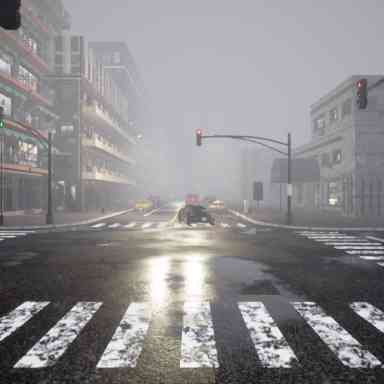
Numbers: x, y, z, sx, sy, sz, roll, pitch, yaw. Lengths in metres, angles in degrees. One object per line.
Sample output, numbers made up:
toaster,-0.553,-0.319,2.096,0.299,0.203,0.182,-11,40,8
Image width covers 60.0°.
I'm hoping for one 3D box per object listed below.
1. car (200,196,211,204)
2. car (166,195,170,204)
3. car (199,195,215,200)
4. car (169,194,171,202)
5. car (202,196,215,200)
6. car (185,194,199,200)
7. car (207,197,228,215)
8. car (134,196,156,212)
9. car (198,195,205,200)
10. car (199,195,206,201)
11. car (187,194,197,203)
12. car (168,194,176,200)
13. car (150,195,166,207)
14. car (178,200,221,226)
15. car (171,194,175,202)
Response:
car,2.688,1.612,67.066,2.008,1.369,4.403,0,0,0
car,-5.692,1.603,61.526,2.008,1.369,4.403,0,0,0
car,2.690,1.351,50.449,2.192,1.841,5.009,0,0,0
car,-5.692,1.587,66.895,1.752,1.417,4.829,0,0,0
car,2.690,1.611,44.910,1.802,1.307,4.206,0,0,0
car,0.097,1.261,53.183,2.150,2.045,5.566,0,0,0
car,2.691,1.544,34.001,1.752,1.417,4.829,0,0,0
car,-5.691,1.549,39.199,1.752,1.417,4.829,0,0,0
car,2.686,1.670,94.762,2.008,1.369,4.403,0,0,0
car,2.687,1.632,89.393,1.752,1.417,4.829,0,0,0
car,0.036,1.422,70.856,2.097,1.767,4.553,0,0,0
car,-5.694,1.434,94.762,2.192,1.841,5.009,0,0,0
car,-5.690,1.351,50.448,2.192,1.841,5.009,0,0,0
car,0.263,1.541,23.308,1.812,1.442,4.674,-1,0,-13
car,-5.693,1.627,78.144,1.887,1.381,4.507,0,0,0
